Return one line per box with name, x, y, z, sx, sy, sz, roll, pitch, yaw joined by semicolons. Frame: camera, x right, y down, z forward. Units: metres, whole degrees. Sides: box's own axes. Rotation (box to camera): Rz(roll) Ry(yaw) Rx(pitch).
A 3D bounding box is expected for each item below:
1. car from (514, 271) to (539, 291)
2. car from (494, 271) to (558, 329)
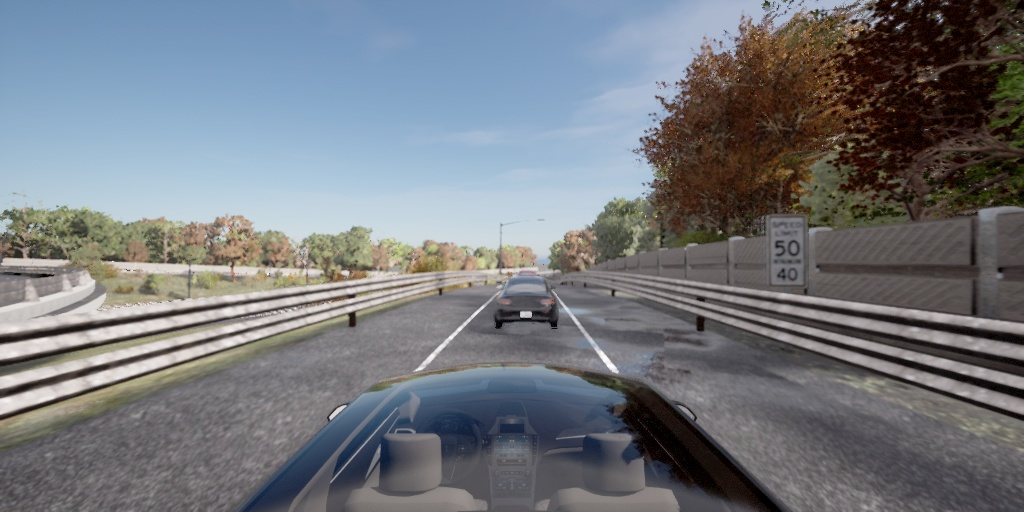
car;1.152;1.855;27.761;1.812;1.442;4.674;0;-2;3
car;0.473;1.393;11.714;1.812;1.442;4.674;0;-1;2
